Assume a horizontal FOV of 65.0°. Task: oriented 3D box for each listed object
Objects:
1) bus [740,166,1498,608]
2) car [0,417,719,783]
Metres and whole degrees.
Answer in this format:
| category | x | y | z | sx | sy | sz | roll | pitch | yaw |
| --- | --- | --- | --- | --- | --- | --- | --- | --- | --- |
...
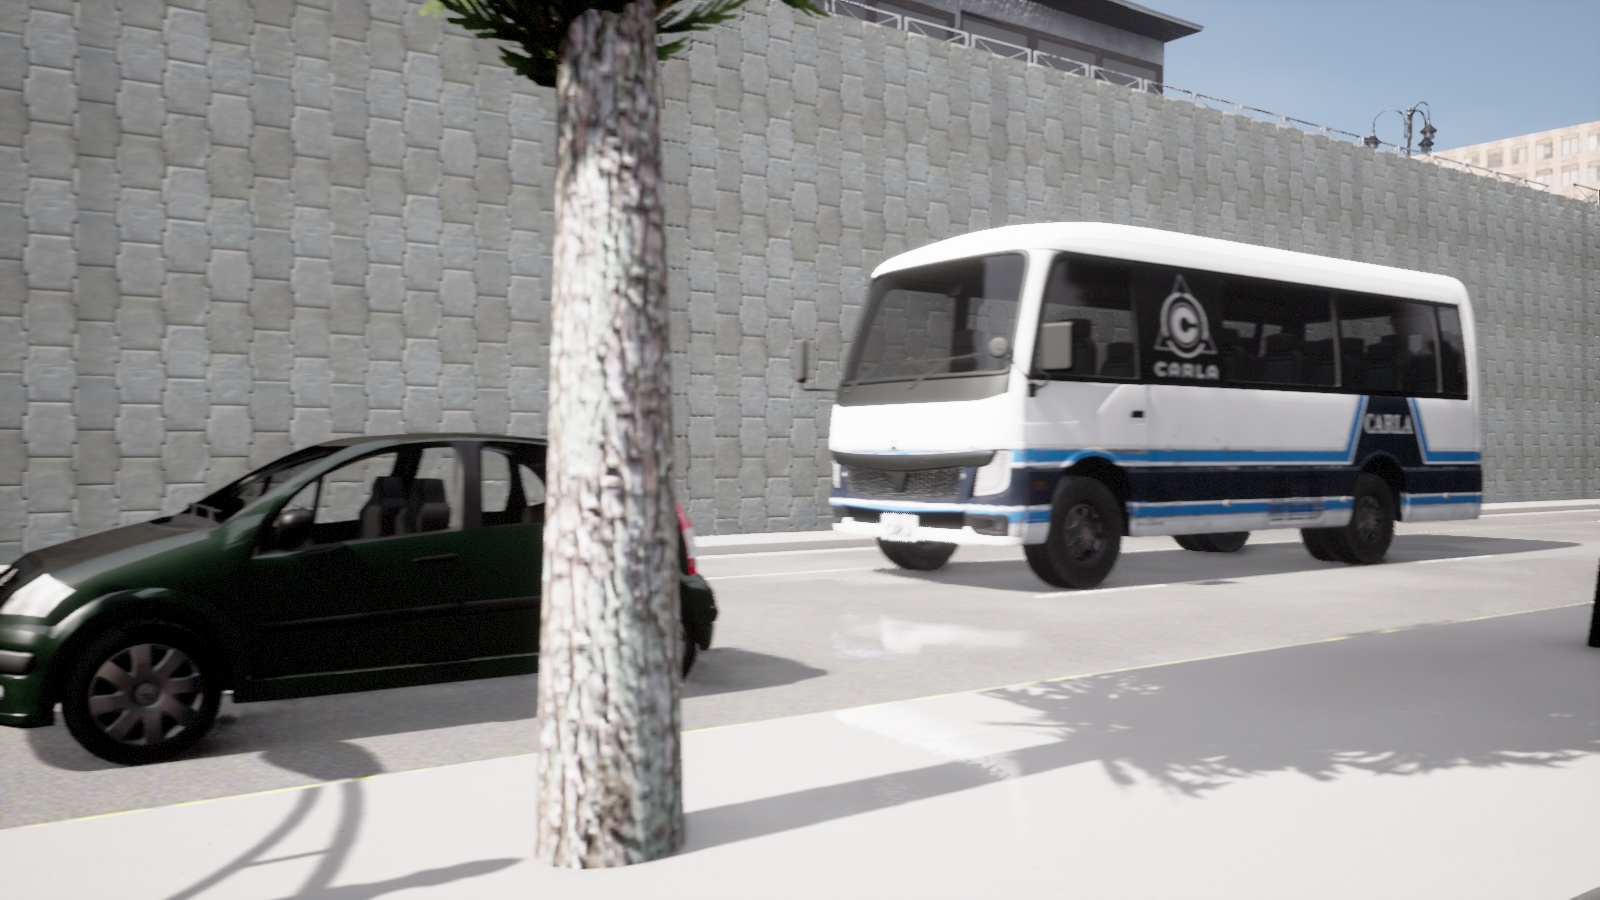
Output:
| category | x | y | z | sx | sy | sz | roll | pitch | yaw |
| --- | --- | --- | --- | --- | --- | --- | --- | --- | --- |
| bus | 4.616 | -0.601 | 16.624 | 10.273 | 4.253 | 3.944 | 0 | 0 | -35 |
| car | -2.659 | 0.666 | 7.291 | 3.988 | 1.617 | 1.851 | 0 | 0 | -35 |
